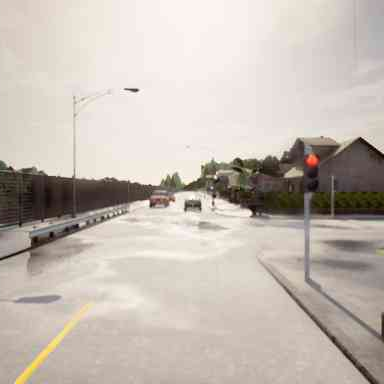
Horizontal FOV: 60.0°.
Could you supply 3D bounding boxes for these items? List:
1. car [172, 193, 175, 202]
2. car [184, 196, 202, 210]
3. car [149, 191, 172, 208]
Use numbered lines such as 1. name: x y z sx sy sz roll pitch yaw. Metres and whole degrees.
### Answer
1. car: -4.050 0.873 58.088 2.097 1.767 4.553 0 0 0
2. car: 0.100 1.180 37.649 2.128 1.511 4.902 0 0 0
3. car: -4.082 0.866 42.360 2.150 2.045 5.566 0 1 0
